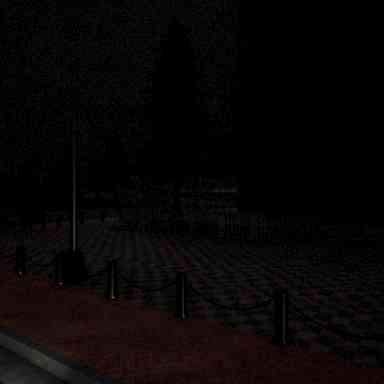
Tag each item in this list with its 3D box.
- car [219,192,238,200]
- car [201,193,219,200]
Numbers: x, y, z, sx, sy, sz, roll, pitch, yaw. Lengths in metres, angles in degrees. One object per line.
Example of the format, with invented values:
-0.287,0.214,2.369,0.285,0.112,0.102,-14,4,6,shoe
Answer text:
9.553,1.374,84.733,3.633,1.501,1.845,0,0,35,car
5.195,1.384,91.438,3.806,1.475,1.970,0,0,35,car
